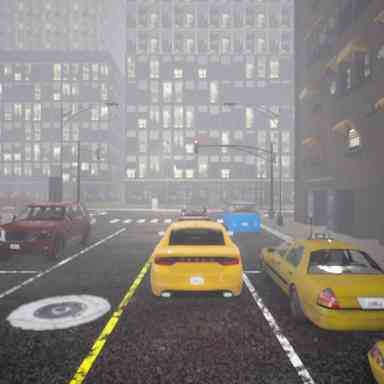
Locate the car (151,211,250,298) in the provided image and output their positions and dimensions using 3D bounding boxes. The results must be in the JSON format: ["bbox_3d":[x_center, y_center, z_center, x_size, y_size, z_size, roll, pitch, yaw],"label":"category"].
[{"bbox_3d":[0.108,1.476,8.588,1.882,1.535,5.008,0,0,0],"label":"car"}]

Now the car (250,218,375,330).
[{"bbox_3d":[2.576,1.524,6.977,1.752,1.417,4.829,0,0,0],"label":"car"}]

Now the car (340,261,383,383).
[{"bbox_3d":[2.570,1.525,1.337,1.752,1.417,4.829,0,0,0],"label":"car"}]

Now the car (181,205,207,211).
[{"bbox_3d":[0.125,1.490,19.059,2.128,1.511,4.902,0,0,0],"label":"car"}]

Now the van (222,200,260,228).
[{"bbox_3d":[2.588,1.339,18.088,1.690,1.788,3.998,0,0,0],"label":"van"}]

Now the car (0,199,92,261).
[{"bbox_3d":[-5.297,1.313,12.457,2.192,1.841,5.009,0,0,0],"label":"car"}]

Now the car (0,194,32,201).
[{"bbox_3d":[-20.833,1.098,38.090,5.009,1.841,2.192,1,-1,0],"label":"car"}]
